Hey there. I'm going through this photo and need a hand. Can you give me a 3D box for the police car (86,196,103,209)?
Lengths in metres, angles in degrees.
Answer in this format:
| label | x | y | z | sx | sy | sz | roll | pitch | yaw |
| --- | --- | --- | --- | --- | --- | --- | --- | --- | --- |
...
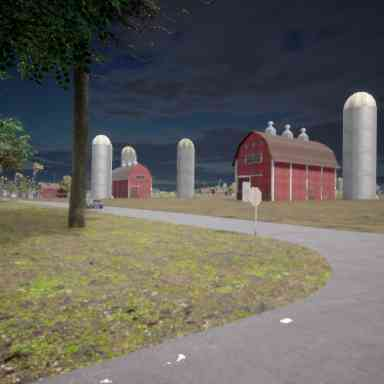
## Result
| label | x | y | z | sx | sy | sz | roll | pitch | yaw |
| --- | --- | --- | --- | --- | --- | --- | --- | --- | --- |
| police car | -12.747 | 1.318 | 41.814 | 2.038 | 1.542 | 4.974 | 1 | -1 | -35 |
